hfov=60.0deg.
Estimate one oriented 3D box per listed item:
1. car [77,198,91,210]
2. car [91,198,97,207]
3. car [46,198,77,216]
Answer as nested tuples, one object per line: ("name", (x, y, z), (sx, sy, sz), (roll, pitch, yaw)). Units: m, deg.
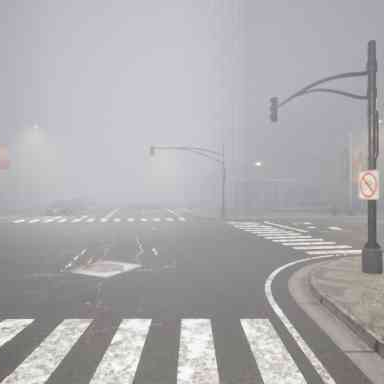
("car", (-14.808, 1.503, 43.305), (1.882, 1.535, 5.008), (0, 0, -9))
("car", (-16.406, 1.600, 53.148), (1.994, 1.385, 4.181), (0, 0, -9))
("car", (-13.216, 1.542, 33.473), (1.812, 1.442, 4.674), (0, 0, -10))
